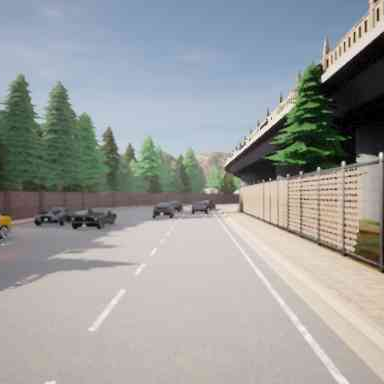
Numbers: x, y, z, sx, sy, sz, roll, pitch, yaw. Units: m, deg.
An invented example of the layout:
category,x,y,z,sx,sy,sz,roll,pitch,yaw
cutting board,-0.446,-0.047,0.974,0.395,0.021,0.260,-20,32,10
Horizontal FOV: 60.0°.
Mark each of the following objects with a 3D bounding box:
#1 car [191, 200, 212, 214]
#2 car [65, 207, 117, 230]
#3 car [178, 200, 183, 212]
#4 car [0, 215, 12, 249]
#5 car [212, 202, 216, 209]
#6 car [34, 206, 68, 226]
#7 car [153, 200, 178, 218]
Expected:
category,x,y,z,sx,sy,sz,roll,pitch,yaw
car,0.909,1.801,39.080,2.128,1.511,4.902,0,0,2
car,-6.587,1.778,22.711,1.895,1.301,4.718,0,0,2
car,-2.280,1.836,43.590,2.128,1.511,4.902,0,0,5
car,-6.948,1.570,8.493,1.837,1.490,4.892,0,0,1
car,2.266,1.917,49.311,1.812,1.442,4.674,0,0,14
car,-10.078,1.759,25.085,1.994,1.385,4.181,0,0,2
car,-2.734,1.766,32.983,1.837,1.490,4.892,0,0,1
